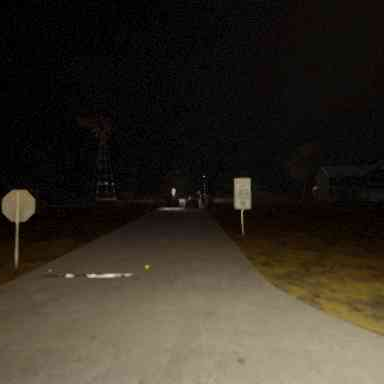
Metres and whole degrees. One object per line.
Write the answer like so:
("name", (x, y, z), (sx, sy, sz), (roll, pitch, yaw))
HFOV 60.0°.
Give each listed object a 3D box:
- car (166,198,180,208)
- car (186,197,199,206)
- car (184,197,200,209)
("car", (-2.740, 1.540, 49.371), (2.033, 1.411, 5.357), (0, 0, 0))
("car", (0.011, 1.521, 55.210), (2.033, 1.411, 5.357), (0, 0, 0))
("car", (0.008, 1.481, 44.773), (2.128, 1.511, 4.902), (0, 0, 0))
